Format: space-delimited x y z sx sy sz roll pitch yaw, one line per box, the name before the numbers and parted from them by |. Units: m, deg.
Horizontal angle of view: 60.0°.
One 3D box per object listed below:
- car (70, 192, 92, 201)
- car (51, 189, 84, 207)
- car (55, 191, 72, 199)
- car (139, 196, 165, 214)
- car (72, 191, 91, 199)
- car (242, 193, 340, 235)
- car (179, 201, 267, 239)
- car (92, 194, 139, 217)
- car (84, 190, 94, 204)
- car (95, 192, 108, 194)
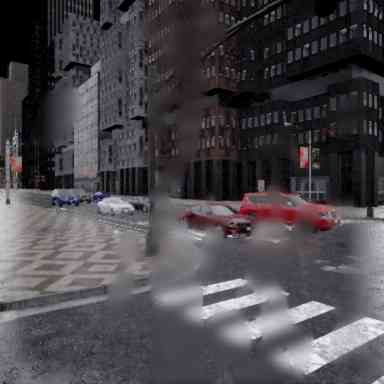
car | -18.935 0.742 56.417 2.033 1.411 5.357 0 1 -36
car | -15.298 0.657 40.017 2.150 2.045 5.566 0 1 -35
car | -25.144 0.507 64.941 1.882 1.535 5.008 0 1 -36
car | -4.307 1.130 30.383 2.128 1.511 4.902 0 1 -36
car | -21.996 0.529 66.138 2.128 1.511 4.902 0 1 -36
car | 5.173 1.074 18.461 5.566 2.045 2.150 1 1 44
car | 1.201 1.321 16.791 1.882 1.535 5.008 0 1 -32
car | -6.495 1.179 27.840 1.812 1.442 4.674 0 1 -36
car | -15.837 0.575 46.342 2.150 2.045 5.566 0 1 -35
car | -15.831 0.681 57.649 1.882 1.535 5.008 0 1 -36
